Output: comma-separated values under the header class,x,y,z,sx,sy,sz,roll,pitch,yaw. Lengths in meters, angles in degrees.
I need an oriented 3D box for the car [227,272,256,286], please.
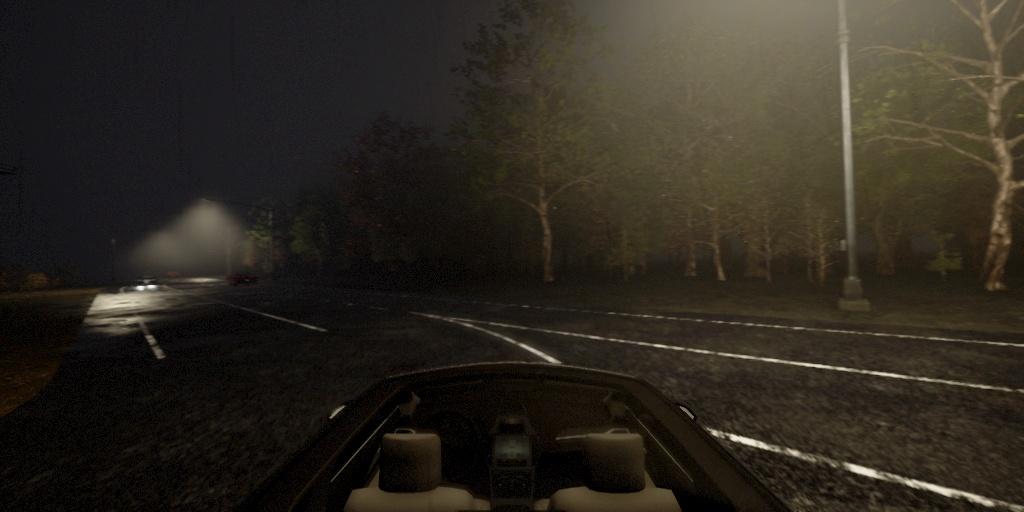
class,x,y,z,sx,sy,sz,roll,pitch,yaw
car,-29.618,2.456,39.231,5.008,1.535,1.882,-2,-1,42
